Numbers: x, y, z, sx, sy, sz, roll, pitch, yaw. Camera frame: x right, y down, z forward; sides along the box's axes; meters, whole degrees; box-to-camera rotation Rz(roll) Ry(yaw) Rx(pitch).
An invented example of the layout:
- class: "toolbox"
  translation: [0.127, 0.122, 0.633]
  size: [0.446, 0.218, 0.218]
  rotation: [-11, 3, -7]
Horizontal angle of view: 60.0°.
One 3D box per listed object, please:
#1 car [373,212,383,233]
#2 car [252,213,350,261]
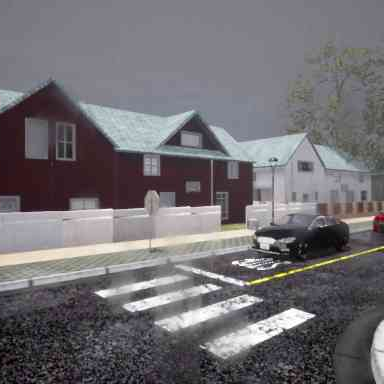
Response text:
- class: "car"
  translation: [12.695, 1.645, 20.118]
  size: [5.008, 1.535, 1.882]
  rotation: [1, 0, -41]
- class: "car"
  translation: [4.296, 1.584, 12.804]
  size: [4.902, 1.511, 2.128]
  rotation: [1, 0, -41]
